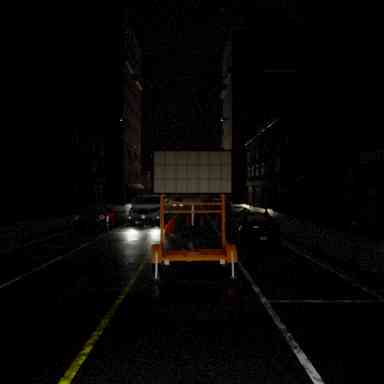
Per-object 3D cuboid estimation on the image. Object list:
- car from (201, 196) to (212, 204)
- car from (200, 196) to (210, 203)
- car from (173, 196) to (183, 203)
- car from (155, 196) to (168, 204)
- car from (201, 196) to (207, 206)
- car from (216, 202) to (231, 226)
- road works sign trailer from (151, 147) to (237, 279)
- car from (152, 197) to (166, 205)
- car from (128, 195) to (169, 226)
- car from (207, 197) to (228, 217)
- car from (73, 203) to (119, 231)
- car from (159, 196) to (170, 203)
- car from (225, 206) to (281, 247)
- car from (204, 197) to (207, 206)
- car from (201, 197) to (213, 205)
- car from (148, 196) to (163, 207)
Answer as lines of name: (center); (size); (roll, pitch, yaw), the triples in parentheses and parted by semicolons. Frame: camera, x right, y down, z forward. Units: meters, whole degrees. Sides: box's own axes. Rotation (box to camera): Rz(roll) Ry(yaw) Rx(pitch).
car: (2.697, 1.572, 64.479); (1.887, 1.381, 4.507); (-1, 0, 0)
car: (2.692, 1.577, 69.985); (1.887, 1.381, 4.507); (-1, 0, 0)
car: (-3.064, 1.636, 73.112); (1.895, 1.301, 4.718); (0, 0, 0)
car: (-5.828, 1.578, 64.472); (2.008, 1.369, 4.403); (-1, 0, 0)
car: (2.706, 1.584, 53.469); (1.947, 1.339, 4.313); (-1, 0, 0)
car: (2.734, 1.545, 20.438); (1.887, 1.381, 4.507); (-1, 0, 0)
road works sign trailer: (0.016, 0.463, 10.034); (2.380, 3.560, 2.880); (0, 0, -3)
car: (-5.824, 1.588, 58.967); (1.947, 1.339, 4.313); (-1, 0, 0)
car: (-3.121, 1.223, 24.059); (2.150, 2.045, 5.566); (0, 0, 0)
car: (2.723, 1.445, 31.449); (1.967, 1.590, 4.097); (-1, 0, 0)
car: (-5.792, 1.440, 20.431); (1.967, 1.590, 4.097); (-1, 0, 0)
car: (-5.833, 1.577, 69.978); (1.887, 1.381, 4.507); (-1, 0, 0)
car: (2.739, 1.550, 14.933); (2.008, 1.369, 4.403); (-1, 0, 0)
car: (2.720, 1.552, 36.954); (1.887, 1.381, 4.507); (-1, 0, 0)
car: (2.701, 1.568, 58.974); (1.887, 1.381, 4.507); (-1, 0, 0)
car: (-5.820, 1.458, 53.462); (1.967, 1.590, 4.097); (-1, 0, 0)
